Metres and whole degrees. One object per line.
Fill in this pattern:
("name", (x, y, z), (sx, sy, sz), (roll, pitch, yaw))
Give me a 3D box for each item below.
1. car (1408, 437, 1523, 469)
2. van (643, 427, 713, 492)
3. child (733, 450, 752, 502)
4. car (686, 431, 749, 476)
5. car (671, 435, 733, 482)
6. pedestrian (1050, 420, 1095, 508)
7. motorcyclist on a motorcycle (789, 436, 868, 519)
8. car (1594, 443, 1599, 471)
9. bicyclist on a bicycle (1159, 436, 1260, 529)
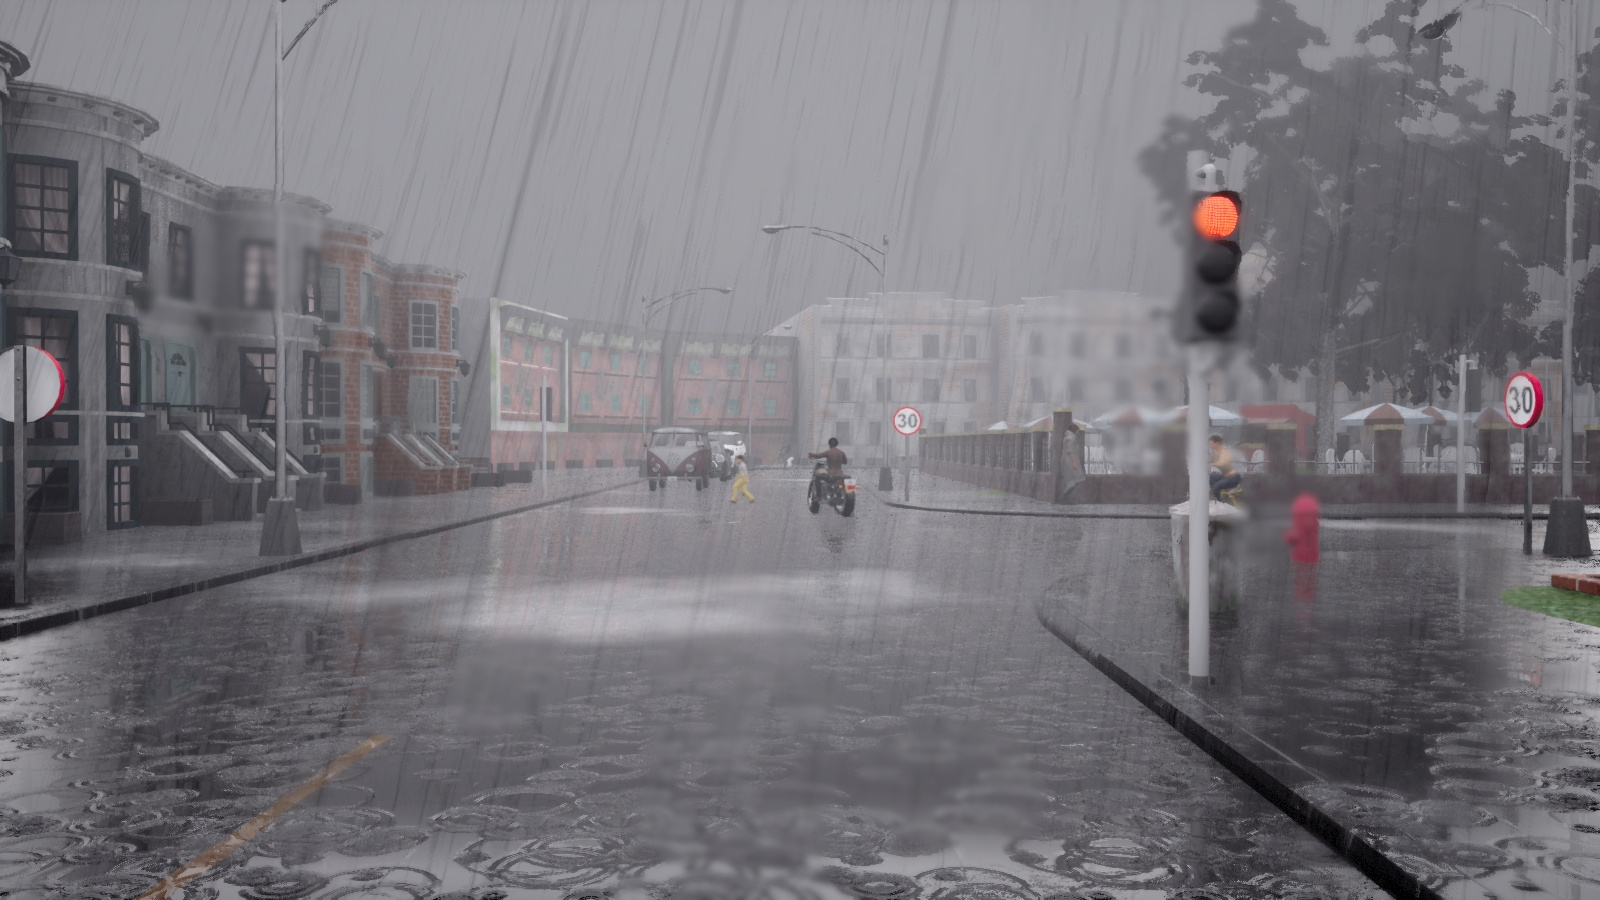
("car", (35.728, 0.171, 67.509), (5.027, 1.651, 2.152), (0, 0, 0))
("van", (-3.858, 0.268, 40.407), (1.775, 1.987, 4.442), (0, 0, 0))
("child", (-1.401, 0.635, 30.617), (0.437, 1.263, 0.270), (0, 0, -8))
("car", (-3.837, 0.126, 59.416), (2.150, 2.045, 5.566), (0, 1, 5))
("car", (-3.842, 0.321, 49.766), (2.097, 1.767, 4.553), (0, 0, 0))
("pedestrian", (6.064, 0.303, 27.968), (0.873, 1.952, 0.659), (0, 0, 3))
("motorcyclist on a motorcycle", (0.564, 0.550, 26.125), (0.766, 1.649, 2.350), (1, 0, -22))
("car", (45.081, 0.380, 67.495), (3.705, 1.549, 1.789), (0, 0, 0))
("bicyclist on a bicycle", (7.262, 0.563, 22.326), (1.509, 1.612, 0.866), (0, 0, 0))
